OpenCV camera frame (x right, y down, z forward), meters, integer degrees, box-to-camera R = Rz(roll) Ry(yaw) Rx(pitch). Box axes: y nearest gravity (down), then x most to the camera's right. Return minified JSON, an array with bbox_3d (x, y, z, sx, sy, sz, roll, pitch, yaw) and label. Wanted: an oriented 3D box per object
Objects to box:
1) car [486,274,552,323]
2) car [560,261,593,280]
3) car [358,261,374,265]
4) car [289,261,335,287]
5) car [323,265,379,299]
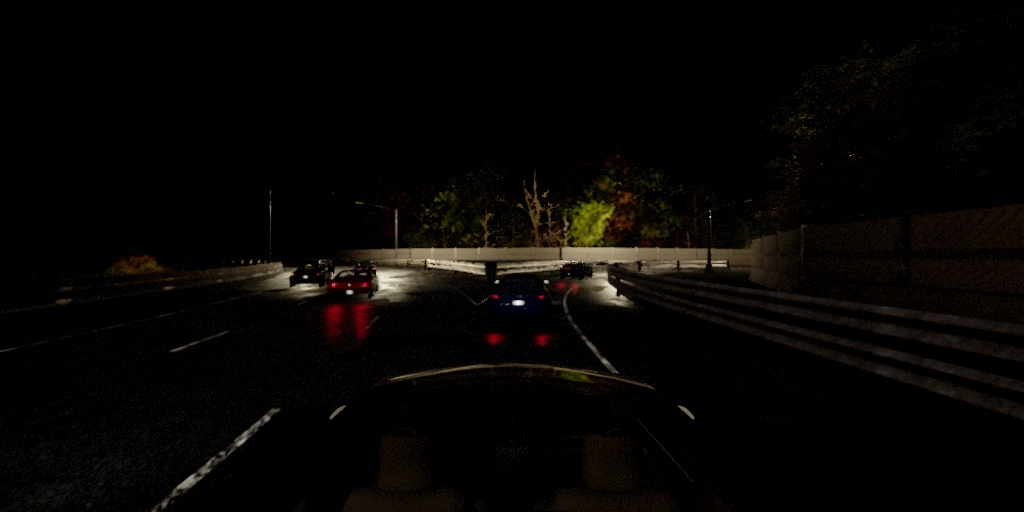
[{"bbox_3d":[0.327,1.298,12.187,1.994,1.385,4.181,0,0,4],"label":"car"},{"bbox_3d":[5.516,1.197,30.251,2.128,1.511,4.902,0,0,26],"label":"car"},{"bbox_3d":[-14.755,1.247,36.078,2.033,1.411,5.357,0,0,-27],"label":"car"},{"bbox_3d":[-13.558,1.281,24.291,1.994,1.385,4.181,0,0,-19],"label":"car"},{"bbox_3d":[-7.863,1.327,18.186,1.895,1.301,4.718,0,0,-16],"label":"car"}]
